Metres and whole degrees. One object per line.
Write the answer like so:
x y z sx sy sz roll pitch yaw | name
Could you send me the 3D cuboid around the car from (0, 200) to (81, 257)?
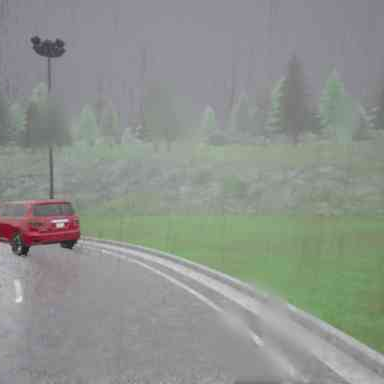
-6.897 1.355 13.968 5.566 2.045 2.150 -1 -1 40 | car
